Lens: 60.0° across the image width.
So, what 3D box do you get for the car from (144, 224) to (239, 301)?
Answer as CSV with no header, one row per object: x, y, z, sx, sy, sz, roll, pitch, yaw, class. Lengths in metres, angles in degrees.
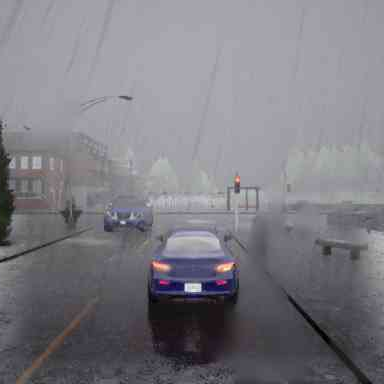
0.040,1.526,8.187,1.812,1.442,4.674,0,0,1,car

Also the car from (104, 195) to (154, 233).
-3.567,1.221,19.931,2.150,2.045,5.566,1,0,-1,car
